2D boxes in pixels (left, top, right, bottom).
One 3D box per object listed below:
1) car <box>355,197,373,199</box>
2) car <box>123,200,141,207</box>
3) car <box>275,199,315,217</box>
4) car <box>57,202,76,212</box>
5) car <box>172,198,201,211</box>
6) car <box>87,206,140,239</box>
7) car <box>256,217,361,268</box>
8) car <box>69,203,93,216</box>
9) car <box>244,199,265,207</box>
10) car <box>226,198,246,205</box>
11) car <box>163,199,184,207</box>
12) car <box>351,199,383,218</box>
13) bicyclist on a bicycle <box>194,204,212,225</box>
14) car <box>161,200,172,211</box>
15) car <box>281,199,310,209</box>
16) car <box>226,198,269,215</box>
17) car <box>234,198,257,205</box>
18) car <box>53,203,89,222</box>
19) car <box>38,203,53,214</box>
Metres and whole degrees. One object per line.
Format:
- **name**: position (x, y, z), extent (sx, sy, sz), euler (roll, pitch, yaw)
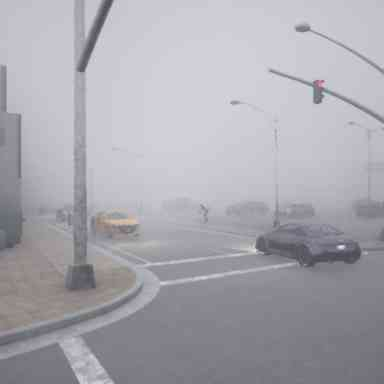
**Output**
- **car**: position (22.717, 1.564, 43.119), extent (4.605, 1.855, 1.932), euler (0, -1, -31)
- **car**: position (-11.691, 2.318, 66.094), extent (3.633, 1.501, 1.845), euler (0, -1, -31)
- **car**: position (9.784, 1.672, 31.520), extent (3.806, 1.475, 1.970), euler (0, -1, -31)
- **car**: position (-20.111, 2.404, 53.146), extent (2.033, 1.411, 5.357), euler (0, -1, -31)
- **car**: position (-0.389, 1.755, 47.821), extent (3.866, 1.878, 1.905), euler (0, -1, -31)
- **car**: position (-4.836, 1.894, 20.729), extent (1.882, 1.535, 5.008), euler (0, -1, -31)
- **car**: position (4.075, 1.796, 12.364), extent (1.994, 1.385, 4.181), euler (0, -3, -18)
- **car**: position (-14.925, 2.280, 44.606), extent (2.033, 1.411, 5.357), euler (0, -1, -30)
- **car**: position (11.802, 2.065, 62.746), extent (3.633, 1.501, 1.845), euler (0, -1, -31)
- **car**: position (10.618, 2.264, 79.513), extent (4.514, 1.523, 2.007), euler (0, -1, -31)
- **car**: position (-3.795, 2.286, 67.362), extent (3.806, 1.475, 1.970), euler (0, -1, -31)
- **car**: position (17.713, 1.687, 32.011), extent (4.514, 1.523, 2.007), euler (0, -1, -31)
- **bicyclist on a bicycle**: position (0.860, 1.729, 25.779), extent (1.656, 1.620, 0.582), euler (0, -1, -31)
- **car**: position (-2.239, 1.812, 50.099), extent (4.605, 1.855, 1.932), euler (0, -1, -31)
- **car**: position (16.913, 1.919, 54.160), extent (4.514, 1.523, 2.007), euler (0, -1, -31)
- **car**: position (6.201, 1.673, 36.855), extent (5.027, 1.636, 2.152), euler (0, -1, -31)
- **car**: position (12.279, 2.216, 76.852), extent (5.027, 1.636, 2.152), euler (0, -1, -31)
- **car**: position (-11.880, 1.941, 32.478), extent (2.097, 1.767, 4.553), euler (0, -1, -30)
- **car**: position (-20.503, 2.328, 47.003), extent (2.128, 1.511, 4.902), euler (0, -1, -31)
